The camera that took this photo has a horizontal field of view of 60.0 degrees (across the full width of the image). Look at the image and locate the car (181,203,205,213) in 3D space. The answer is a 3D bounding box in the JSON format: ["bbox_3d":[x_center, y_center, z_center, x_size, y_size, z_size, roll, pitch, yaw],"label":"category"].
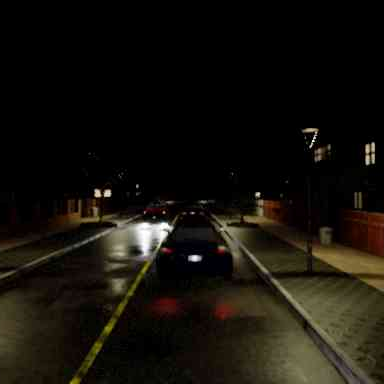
[{"bbox_3d":[0.079,1.565,26.289,2.033,1.411,5.357,0,0,0],"label":"car"}]

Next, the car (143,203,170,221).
[{"bbox_3d":[-2.843,1.620,27.340,1.895,1.301,4.718,0,0,0],"label":"car"}]

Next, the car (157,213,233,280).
[{"bbox_3d":[0.074,1.565,10.016,1.994,1.385,4.181,0,0,0],"label":"car"}]
